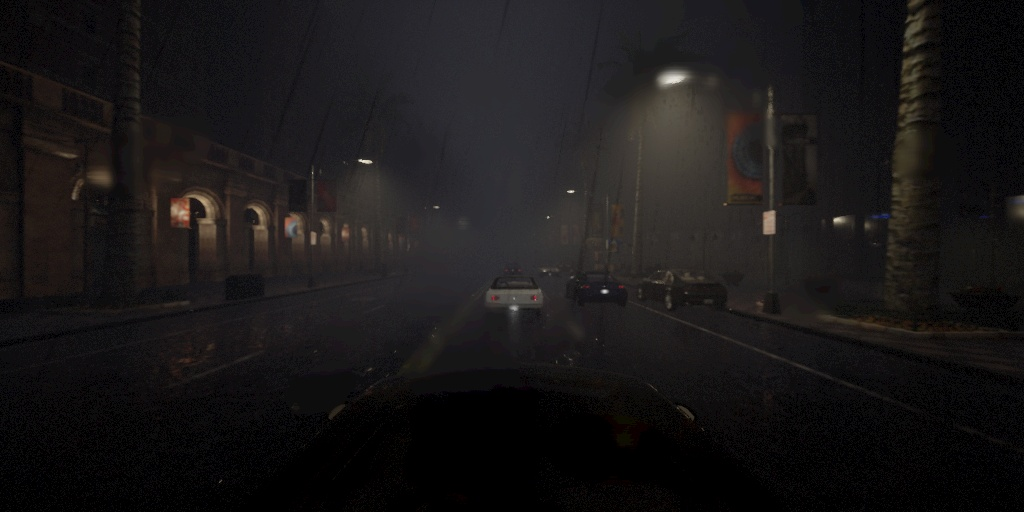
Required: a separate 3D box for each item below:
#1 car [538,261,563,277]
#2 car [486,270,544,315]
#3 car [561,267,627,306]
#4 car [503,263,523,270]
[{"bbox_3d":[3.588,1.430,36.011,1.895,1.301,4.718,0,0,0],"label":"car"},{"bbox_3d":[0.096,1.378,13.617,1.895,1.301,4.718,0,0,0],"label":"car"},{"bbox_3d":[3.592,1.347,15.875,1.994,1.385,4.181,0,0,0],"label":"car"},{"bbox_3d":[0.088,1.377,35.900,2.033,1.411,5.357,0,0,0],"label":"car"}]
